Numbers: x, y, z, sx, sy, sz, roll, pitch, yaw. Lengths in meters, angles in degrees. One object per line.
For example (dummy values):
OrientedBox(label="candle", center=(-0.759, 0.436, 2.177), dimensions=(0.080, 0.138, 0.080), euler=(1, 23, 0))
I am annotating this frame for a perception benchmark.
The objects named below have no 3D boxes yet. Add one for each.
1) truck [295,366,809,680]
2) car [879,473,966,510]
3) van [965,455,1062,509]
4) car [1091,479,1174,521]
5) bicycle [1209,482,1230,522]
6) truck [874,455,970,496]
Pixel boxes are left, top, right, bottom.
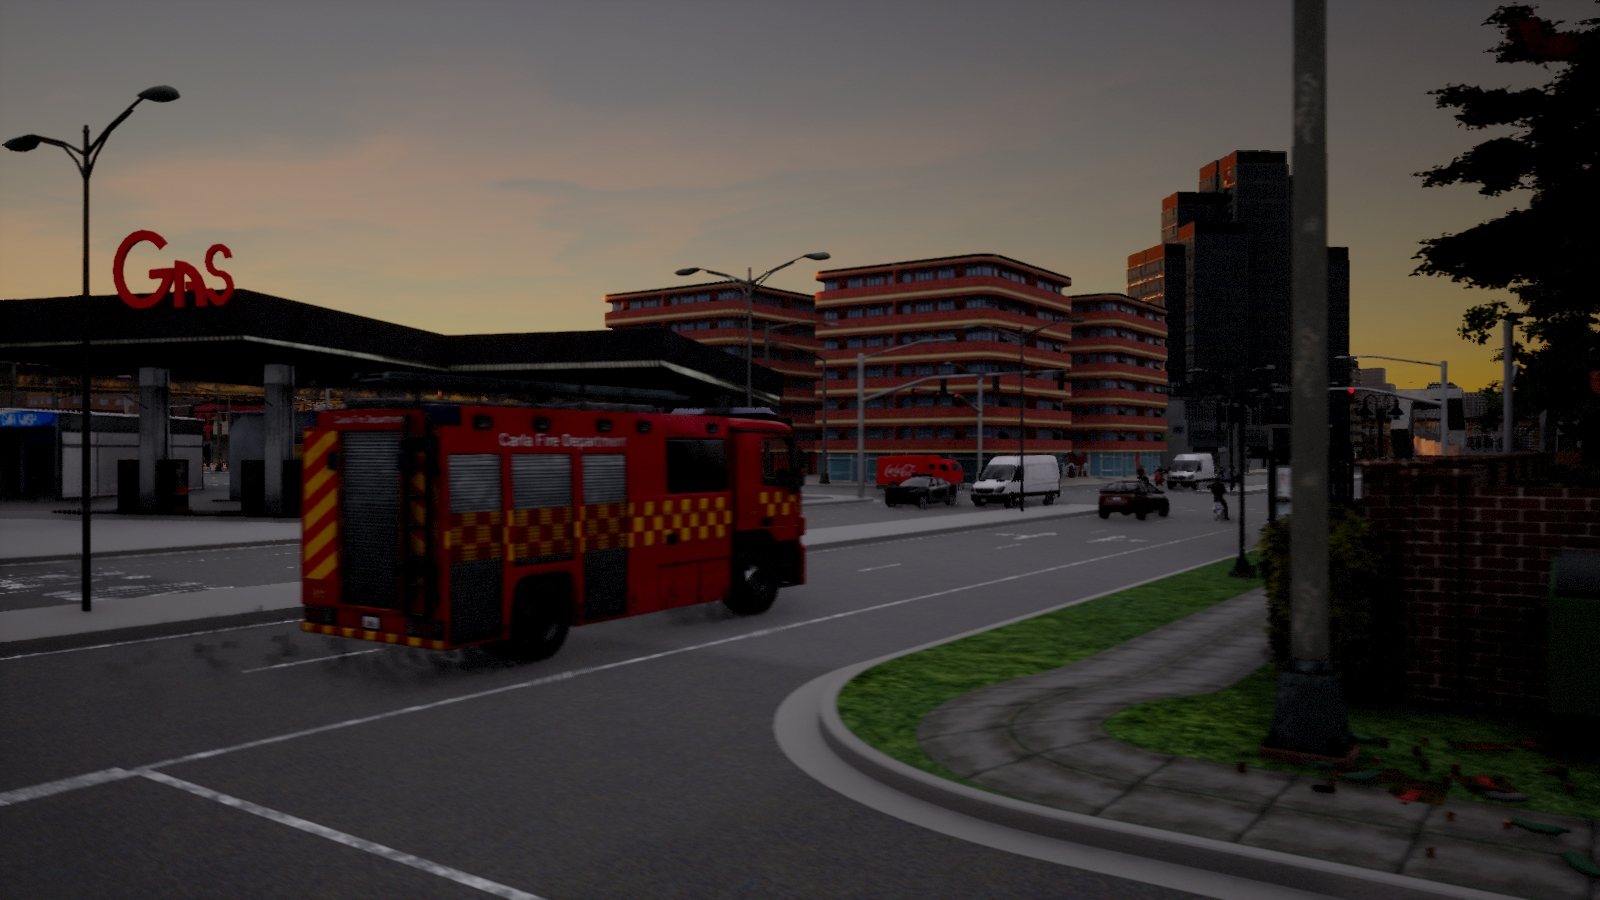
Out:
OrientedBox(label="truck", center=(-3.337, 0.890, 18.258), dimensions=(2.891, 3.827, 8.468), euler=(0, 0, 33))
OrientedBox(label="car", center=(6.083, 1.982, 56.208), dimensions=(2.097, 1.638, 5.238), euler=(0, 0, 34))
OrientedBox(label="van", center=(10.704, 1.534, 56.907), dimensions=(1.988, 2.561, 5.915), euler=(0, 0, 41))
OrientedBox(label="car", center=(13.817, 2.040, 47.320), dimensions=(2.007, 1.525, 4.514), euler=(0, 0, 34))
OrientedBox(label="bicycle", center=(16.706, 2.048, 45.472), dimensions=(0.329, 1.496, 1.835), euler=(0, 0, 35))
OrientedBox(label="truck", center=(7.554, 1.586, 70.791), dimensions=(5.204, 2.467, 2.627), euler=(-2, -1, 34))
